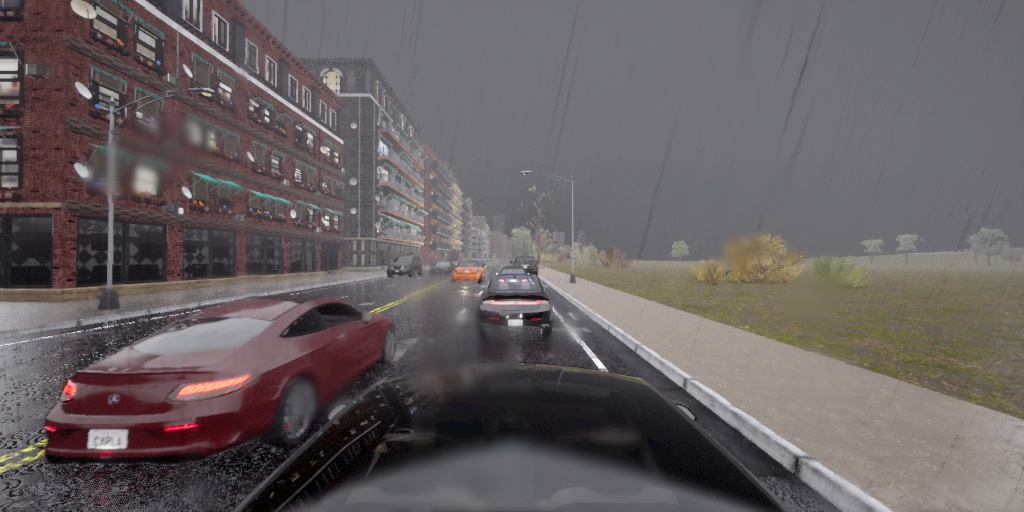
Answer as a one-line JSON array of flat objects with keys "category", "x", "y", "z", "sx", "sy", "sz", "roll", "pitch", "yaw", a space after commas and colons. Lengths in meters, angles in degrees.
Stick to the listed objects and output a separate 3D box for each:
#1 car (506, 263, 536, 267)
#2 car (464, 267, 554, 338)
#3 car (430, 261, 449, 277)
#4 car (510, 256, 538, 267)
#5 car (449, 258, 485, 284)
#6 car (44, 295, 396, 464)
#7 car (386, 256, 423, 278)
[{"category": "car", "x": 0.046, "y": 1.300, "z": 20.681, "sx": 2.033, "sy": 1.411, "sz": 5.357, "roll": 0, "pitch": 0, "yaw": 0}, {"category": "car", "x": 0.075, "y": 1.243, "z": 10.241, "sx": 2.128, "sy": 1.511, "sz": 4.902, "roll": 0, "pitch": 0, "yaw": 0}, {"category": "car", "x": -6.702, "y": 1.231, "z": 35.108, "sx": 1.882, "sy": 1.535, "sz": 5.008, "roll": 0, "pitch": 0, "yaw": 0}, {"category": "car", "x": 1.048, "y": 0.979, "z": 30.894, "sx": 2.150, "sy": 2.045, "sz": 5.566, "roll": 0, "pitch": 0, "yaw": 0}, {"category": "car", "x": -3.227, "y": 1.105, "z": 27.513, "sx": 2.097, "sy": 1.767, "sz": 4.553, "roll": 0, "pitch": 0, "yaw": -1}, {"category": "car", "x": -3.162, "y": 1.277, "z": 5.102, "sx": 1.812, "sy": 1.442, "sz": 4.674, "roll": 0, "pitch": 0, "yaw": 0}, {"category": "car", "x": -9.948, "y": 0.975, "z": 33.754, "sx": 2.150, "sy": 2.045, "sz": 5.566, "roll": 0, "pitch": 0, "yaw": 0}]
